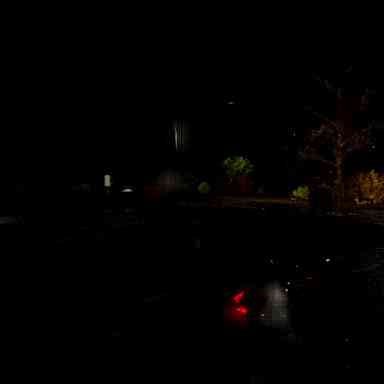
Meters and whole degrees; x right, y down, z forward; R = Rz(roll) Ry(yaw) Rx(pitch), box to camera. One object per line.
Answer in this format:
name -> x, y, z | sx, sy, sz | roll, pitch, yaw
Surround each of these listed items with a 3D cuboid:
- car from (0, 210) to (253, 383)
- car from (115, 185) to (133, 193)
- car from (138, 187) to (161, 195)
car -> -2.017, 1.223, 2.441 | 5.566, 2.045, 2.150 | 0, 0, -36
car -> -12.964, -0.664, 63.203 | 2.128, 1.511, 4.902 | 0, 2, -36
car -> -7.150, -0.234, 55.103 | 1.895, 1.301, 4.718 | 0, 2, -36
